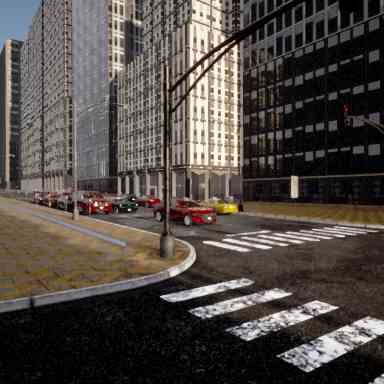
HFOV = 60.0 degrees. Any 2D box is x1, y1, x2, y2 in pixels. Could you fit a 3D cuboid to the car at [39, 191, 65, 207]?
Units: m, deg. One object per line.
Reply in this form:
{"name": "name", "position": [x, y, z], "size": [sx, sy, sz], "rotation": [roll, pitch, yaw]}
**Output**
{"name": "car", "position": [-14.942, 0.861, 36.329], "size": [1.887, 1.381, 4.507], "rotation": [1, 0, -36]}

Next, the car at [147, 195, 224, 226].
{"name": "car", "position": [-0.540, 1.177, 20.942], "size": [1.882, 1.535, 5.008], "rotation": [0, 1, -38]}

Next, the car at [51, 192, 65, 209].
{"name": "car", "position": [-11.632, 0.987, 31.790], "size": [1.947, 1.339, 4.313], "rotation": [1, 0, -36]}

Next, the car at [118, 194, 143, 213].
{"name": "car", "position": [-6.448, 1.112, 29.055], "size": [1.895, 1.301, 4.718], "rotation": [0, 1, -36]}

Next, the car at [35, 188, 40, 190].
{"name": "car", "position": [-34.664, -0.104, 77.599], "size": [1.967, 1.590, 4.097], "rotation": [1, 0, -36]}

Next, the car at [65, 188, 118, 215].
{"name": "car", "position": [-8.316, 0.841, 27.248], "size": [2.192, 1.841, 5.009], "rotation": [1, 0, -36]}

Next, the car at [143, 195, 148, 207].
{"name": "car", "position": [-4.867, 0.977, 36.734], "size": [1.802, 1.307, 4.206], "rotation": [1, 0, -36]}

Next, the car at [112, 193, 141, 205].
{"name": "car", "position": [-8.178, 0.856, 41.274], "size": [1.947, 1.339, 4.313], "rotation": [1, 0, -36]}

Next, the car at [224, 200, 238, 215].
{"name": "car", "position": [1.725, 1.127, 27.844], "size": [1.752, 1.417, 4.829], "rotation": [1, 0, -36]}

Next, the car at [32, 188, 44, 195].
{"name": "car", "position": [-37.974, -0.208, 82.140], "size": [1.967, 1.590, 4.097], "rotation": [1, 0, -36]}

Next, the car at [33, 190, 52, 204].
{"name": "car", "position": [-18.254, 0.793, 40.869], "size": [1.802, 1.307, 4.206], "rotation": [1, 0, -36]}

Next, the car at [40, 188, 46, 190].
{"name": "car", "position": [-31.355, 0.104, 73.059], "size": [1.887, 1.381, 4.507], "rotation": [1, 0, -36]}

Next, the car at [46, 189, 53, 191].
{"name": "car", "position": [-28.044, 0.214, 68.518], "size": [2.008, 1.369, 4.403], "rotation": [1, 0, -36]}

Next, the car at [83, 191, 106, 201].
{"name": "car", "position": [-14.800, 0.646, 50.356], "size": [1.947, 1.339, 4.313], "rotation": [1, 0, -36]}

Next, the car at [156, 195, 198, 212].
{"name": "car", "position": [-1.555, 1.066, 32.193], "size": [1.947, 1.339, 4.313], "rotation": [1, 0, -36]}
